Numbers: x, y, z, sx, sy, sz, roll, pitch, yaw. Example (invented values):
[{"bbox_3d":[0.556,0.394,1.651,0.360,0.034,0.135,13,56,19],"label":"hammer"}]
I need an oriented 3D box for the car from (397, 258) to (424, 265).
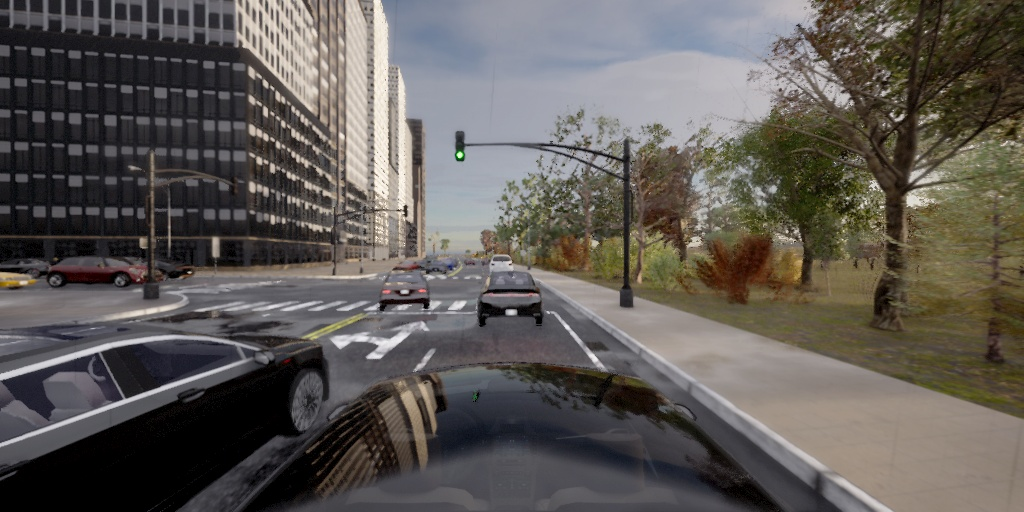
[{"bbox_3d":[-11.399,1.179,39.210,1.882,1.535,5.008,0,0,-3],"label":"car"}]

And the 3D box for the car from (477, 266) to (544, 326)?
[{"bbox_3d":[-0.070,1.230,11.622,2.128,1.511,4.902,0,0,-1],"label":"car"}]

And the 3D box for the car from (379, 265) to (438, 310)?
[{"bbox_3d":[-4.410,1.284,14.753,2.033,1.411,5.357,0,0,-17],"label":"car"}]

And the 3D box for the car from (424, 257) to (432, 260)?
[{"bbox_3d":[-12.162,1.248,48.168,1.994,1.385,4.181,0,0,-5],"label":"car"}]

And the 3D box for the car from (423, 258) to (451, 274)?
[{"bbox_3d":[-8.180,1.263,39.583,1.994,1.385,4.181,0,0,-5],"label":"car"}]

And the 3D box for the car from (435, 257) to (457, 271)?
[{"bbox_3d":[-8.936,1.159,48.529,1.882,1.535,5.008,0,0,-5],"label":"car"}]

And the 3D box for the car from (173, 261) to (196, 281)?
[{"bbox_3d":[-23.717,0.907,23.292,5.008,1.535,1.882,1,0,-9],"label":"car"}]

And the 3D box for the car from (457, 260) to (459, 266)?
[{"bbox_3d":[-9.915,1.207,58.445,2.033,1.411,5.357,0,0,-6],"label":"car"}]

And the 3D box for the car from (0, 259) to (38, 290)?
[{"bbox_3d":[-25.999,0.936,16.944,4.829,1.417,1.751,0,0,-9],"label":"car"}]

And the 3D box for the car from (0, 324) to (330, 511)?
[{"bbox_3d":[-3.187,1.241,2.549,2.128,1.511,4.902,0,0,0],"label":"car"}]

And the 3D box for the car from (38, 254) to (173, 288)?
[{"bbox_3d":[-22.644,0.809,20.167,4.553,1.767,2.097,1,0,-8],"label":"car"}]

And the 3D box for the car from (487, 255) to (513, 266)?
[{"bbox_3d":[-1.108,0.926,34.891,2.150,2.045,5.566,0,0,-4],"label":"car"}]

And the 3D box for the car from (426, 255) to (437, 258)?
[{"bbox_3d":[-13.204,0.882,58.581,2.150,2.045,5.566,0,0,-7],"label":"car"}]
